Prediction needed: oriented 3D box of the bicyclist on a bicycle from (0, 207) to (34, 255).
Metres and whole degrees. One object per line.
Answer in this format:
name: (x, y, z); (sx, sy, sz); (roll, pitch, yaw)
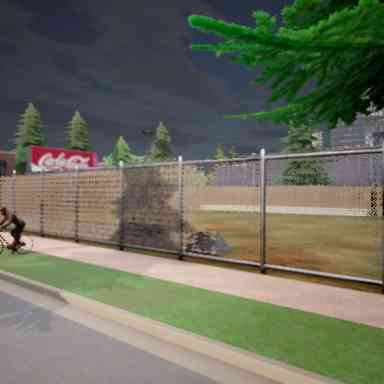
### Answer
bicyclist on a bicycle: (-6.058, 1.333, 11.033); (0.582, 1.620, 1.656); (0, 0, 38)
